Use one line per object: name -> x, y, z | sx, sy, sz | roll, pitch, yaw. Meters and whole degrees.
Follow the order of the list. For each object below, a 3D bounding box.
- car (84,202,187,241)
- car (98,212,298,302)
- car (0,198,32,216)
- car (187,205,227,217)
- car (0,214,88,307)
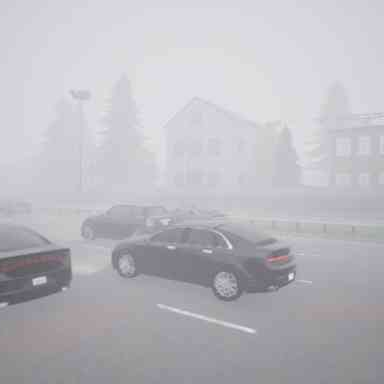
car -> -2.799, 1.274, 14.606 | 4.553, 1.767, 2.097 | 1, 0, 36
car -> 0.072, 1.471, 8.249 | 4.892, 1.490, 1.837 | 1, 0, 36
car -> -15.332, 1.282, 27.872 | 4.902, 1.511, 2.128 | 1, 0, 36
car -> -0.450, 1.417, 17.227 | 4.902, 1.511, 2.128 | 1, 0, 36
car -> -4.736, 1.419, 7.385 | 5.008, 1.535, 1.882 | 1, 0, 36
